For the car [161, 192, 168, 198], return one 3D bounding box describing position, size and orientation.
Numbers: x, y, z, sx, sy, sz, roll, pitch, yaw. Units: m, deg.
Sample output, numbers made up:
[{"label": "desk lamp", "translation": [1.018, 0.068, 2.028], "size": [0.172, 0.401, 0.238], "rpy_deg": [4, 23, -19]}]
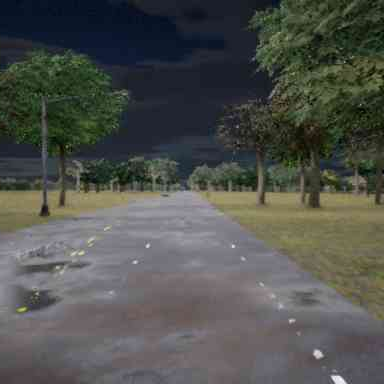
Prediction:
[{"label": "car", "translation": [-7.570, 0.809, 92.419], "size": [2.033, 1.411, 5.357], "rpy_deg": [0, 1, -1]}]
